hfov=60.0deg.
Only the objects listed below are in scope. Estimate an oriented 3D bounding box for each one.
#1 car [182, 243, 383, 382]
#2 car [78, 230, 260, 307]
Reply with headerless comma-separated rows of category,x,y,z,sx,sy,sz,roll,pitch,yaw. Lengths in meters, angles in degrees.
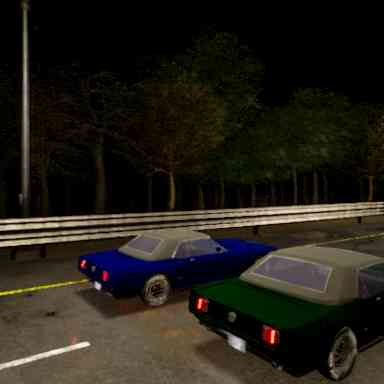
car,2.363,1.588,5.425,4.718,1.301,1.895,0,0,-35
car,-0.096,1.589,7.970,4.718,1.301,1.895,0,0,-35
